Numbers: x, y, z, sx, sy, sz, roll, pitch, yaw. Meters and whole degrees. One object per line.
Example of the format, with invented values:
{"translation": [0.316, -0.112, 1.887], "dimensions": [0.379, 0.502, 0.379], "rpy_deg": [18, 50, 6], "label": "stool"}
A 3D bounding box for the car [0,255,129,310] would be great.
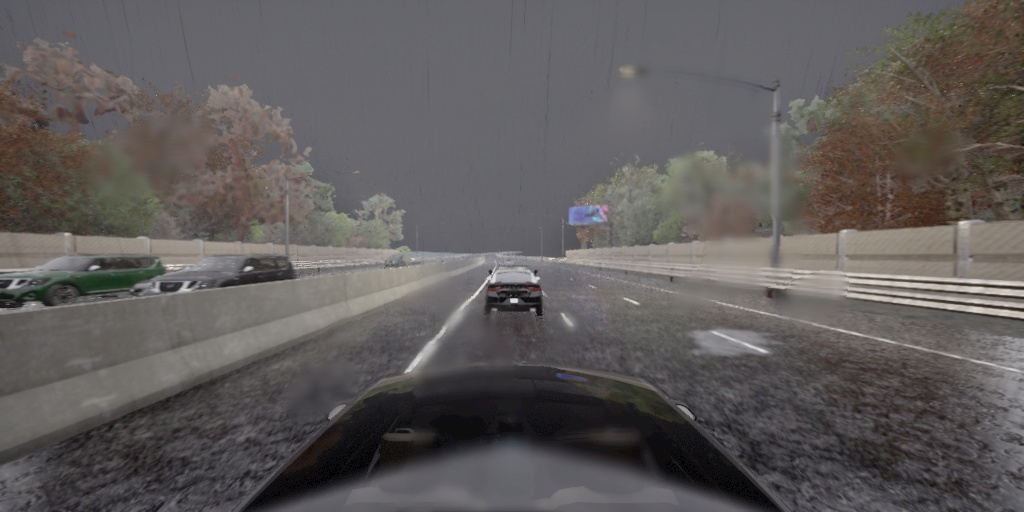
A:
{"translation": [-17.661, 0.949, 15.029], "dimensions": [2.150, 2.045, 5.566], "rpy_deg": [0, 0, -1], "label": "car"}

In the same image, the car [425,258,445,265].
{"translation": [-11.388, 1.120, 55.218], "dimensions": [2.128, 1.511, 4.902], "rpy_deg": [0, 0, -1], "label": "car"}

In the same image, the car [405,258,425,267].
{"translation": [-14.938, 1.173, 57.253], "dimensions": [2.033, 1.411, 5.357], "rpy_deg": [0, 0, -1], "label": "car"}

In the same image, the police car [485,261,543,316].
{"translation": [0.048, 1.149, 13.464], "dimensions": [1.930, 1.638, 5.238], "rpy_deg": [0, 0, 0], "label": "police car"}

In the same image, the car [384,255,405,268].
{"translation": [-18.425, 0.847, 56.913], "dimensions": [2.150, 2.045, 5.566], "rpy_deg": [0, 0, -1], "label": "car"}

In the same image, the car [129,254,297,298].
{"translation": [-10.652, 0.950, 13.816], "dimensions": [2.150, 2.045, 5.566], "rpy_deg": [0, 0, 0], "label": "car"}

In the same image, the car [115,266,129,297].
{"translation": [-14.170, 1.226, 16.165], "dimensions": [1.837, 1.490, 4.892], "rpy_deg": [0, 0, 0], "label": "car"}
